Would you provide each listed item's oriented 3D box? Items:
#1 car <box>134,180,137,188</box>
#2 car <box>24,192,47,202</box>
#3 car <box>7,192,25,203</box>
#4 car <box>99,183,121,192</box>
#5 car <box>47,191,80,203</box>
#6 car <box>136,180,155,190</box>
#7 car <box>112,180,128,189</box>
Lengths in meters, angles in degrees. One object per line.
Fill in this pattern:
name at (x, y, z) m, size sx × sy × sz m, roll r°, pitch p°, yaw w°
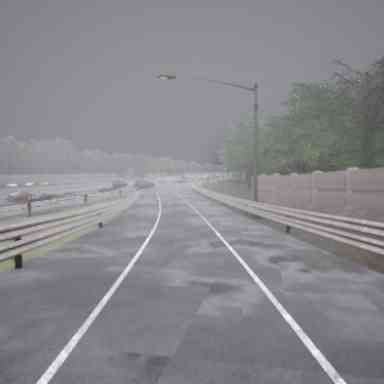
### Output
car at (-12.647, -2.071, 83.515) m, size 2.150 × 2.045 × 5.566 m, roll 0°, pitch 4°, yaw 12°
car at (-20.639, 0.757, 46.574) m, size 1.895 × 1.301 × 4.718 m, roll 0°, pitch 4°, yaw 12°
car at (-24.067, 0.656, 47.280) m, size 1.812 × 1.442 × 4.674 m, roll 0°, pitch 4°, yaw 12°
car at (-16.452, -0.541, 65.937) m, size 1.895 × 1.301 × 4.718 m, roll 0°, pitch 4°, yaw 12°
car at (-17.225, 0.680, 45.801) m, size 1.837 × 1.490 × 4.892 m, roll 0°, pitch 4°, yaw 12°
car at (-10.380, -1.690, 77.437) m, size 2.150 × 2.045 × 5.566 m, roll 0°, pitch 4°, yaw 12°
car at (-17.223, -1.749, 78.913) m, size 2.150 × 2.045 × 5.566 m, roll 0°, pitch 4°, yaw 12°
